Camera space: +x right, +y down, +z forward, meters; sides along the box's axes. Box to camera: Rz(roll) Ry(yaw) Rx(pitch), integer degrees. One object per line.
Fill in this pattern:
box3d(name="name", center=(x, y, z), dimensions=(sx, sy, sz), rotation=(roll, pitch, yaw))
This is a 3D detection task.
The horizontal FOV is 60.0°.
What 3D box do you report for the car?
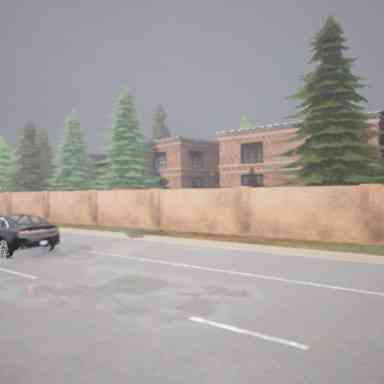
box3d(name="car", center=(-7.314, 1.642, 13.419), dimensions=(4.902, 1.511, 2.128), rotation=(-1, 0, 36))
